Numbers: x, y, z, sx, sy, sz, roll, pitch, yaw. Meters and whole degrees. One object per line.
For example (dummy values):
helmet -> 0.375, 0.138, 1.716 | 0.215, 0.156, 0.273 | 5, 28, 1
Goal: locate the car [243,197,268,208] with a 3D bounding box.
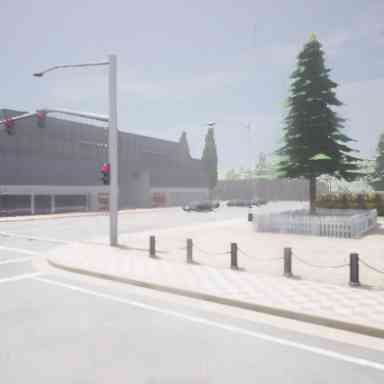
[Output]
car -> 10.759, 1.632, 54.378 | 1.882, 1.535, 5.008 | -1, 0, 36

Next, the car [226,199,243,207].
car -> 7.456, 1.835, 55.785 | 1.994, 1.385, 4.181 | -1, 0, 36

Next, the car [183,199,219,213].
car -> 0.820, 1.727, 40.654 | 2.128, 1.511, 4.902 | -1, 0, 36
